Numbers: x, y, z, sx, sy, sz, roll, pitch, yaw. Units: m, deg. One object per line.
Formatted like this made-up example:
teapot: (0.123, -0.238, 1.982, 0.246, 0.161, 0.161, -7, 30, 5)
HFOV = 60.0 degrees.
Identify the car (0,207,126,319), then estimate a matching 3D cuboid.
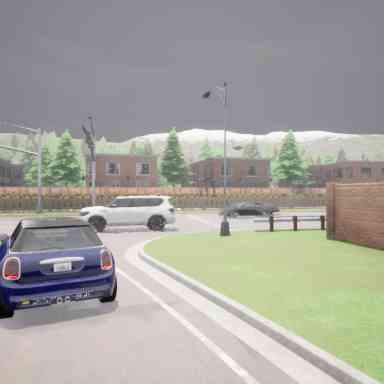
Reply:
car: (-3.307, 1.352, 7.767, 2.097, 1.767, 4.553, 0, 0, -29)

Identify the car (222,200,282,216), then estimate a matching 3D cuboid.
car: (5.854, 1.547, 32.603, 5.357, 1.411, 2.033, 0, 0, -14)

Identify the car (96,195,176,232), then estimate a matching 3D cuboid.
car: (-3.717, 1.223, 19.443, 5.566, 2.045, 2.150, 0, 0, -14)

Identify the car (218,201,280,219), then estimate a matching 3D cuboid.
car: (4.672, 1.492, 28.708, 4.902, 1.511, 2.128, 0, 0, -14)
